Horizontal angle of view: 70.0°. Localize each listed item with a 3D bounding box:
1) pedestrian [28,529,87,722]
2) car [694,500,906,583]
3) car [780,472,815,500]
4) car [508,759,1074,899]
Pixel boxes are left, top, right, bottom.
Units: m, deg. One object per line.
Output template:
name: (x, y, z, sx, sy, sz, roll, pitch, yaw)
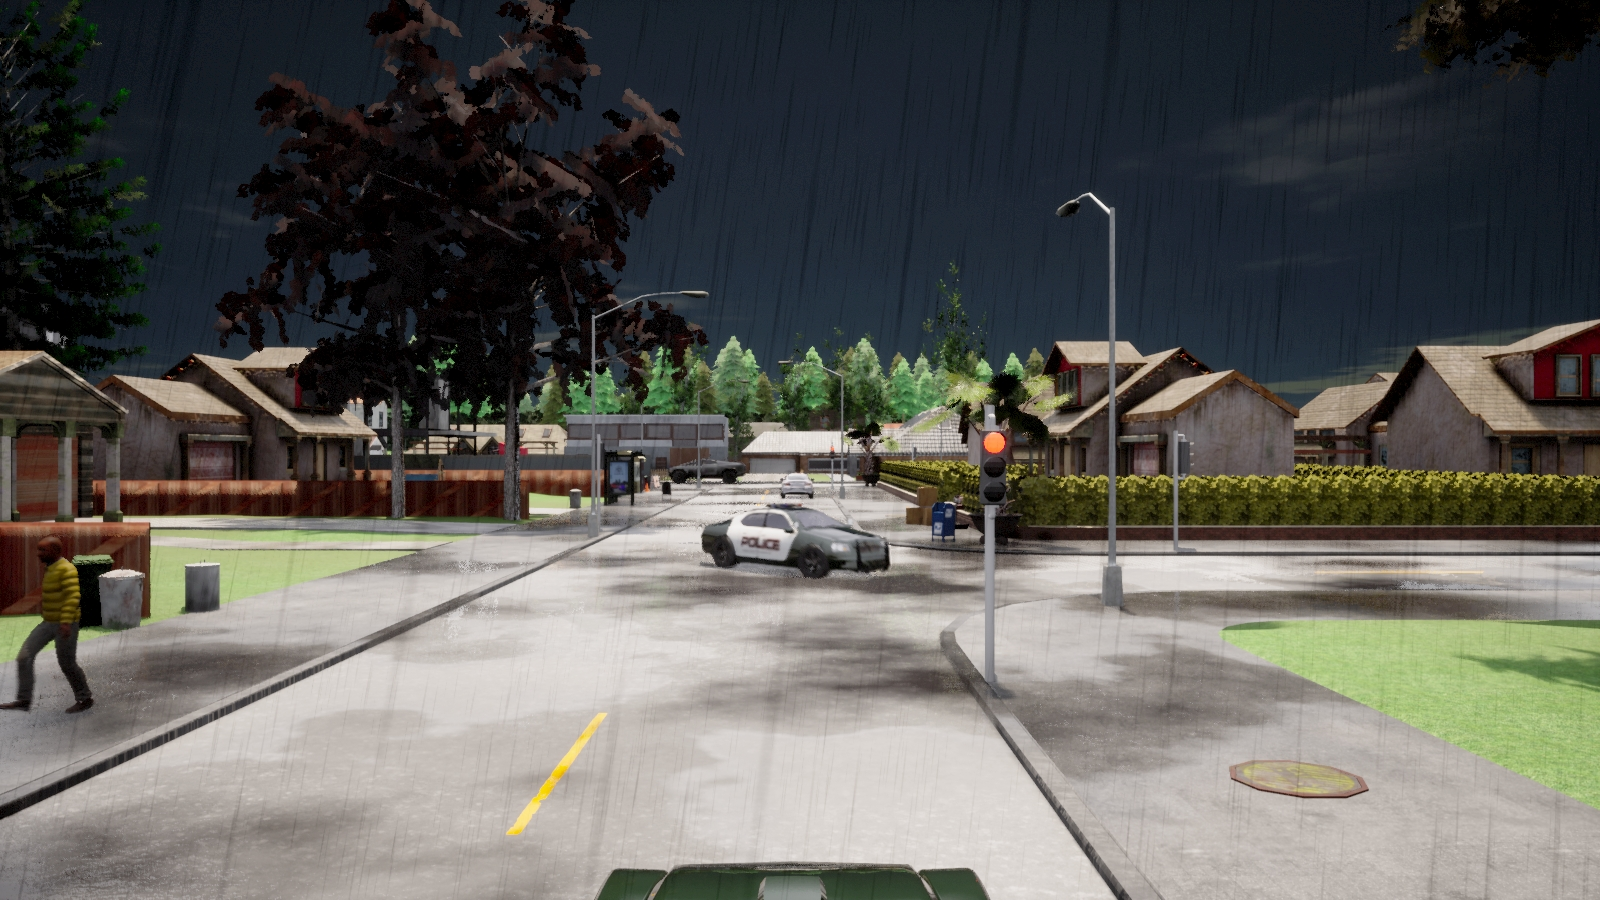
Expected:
pedestrian: (-7.470, 1.746, 11.496, 0.375, 1.860, 0.375, 0, 0, 33)
car: (-0.096, 2.038, 26.546, 2.038, 1.542, 4.974, 1, 0, -44)
car: (-0.164, 2.081, 66.907, 2.002, 1.442, 4.674, 0, 0, 0)
car: (-0.028, 2.155, 3.193, 1.895, 1.301, 4.718, 0, 0, 0)
